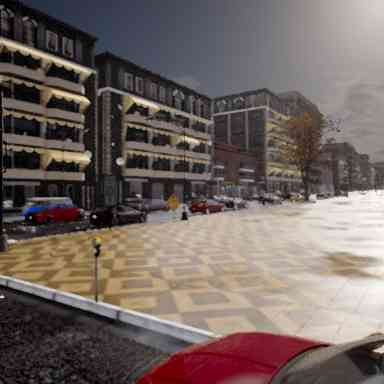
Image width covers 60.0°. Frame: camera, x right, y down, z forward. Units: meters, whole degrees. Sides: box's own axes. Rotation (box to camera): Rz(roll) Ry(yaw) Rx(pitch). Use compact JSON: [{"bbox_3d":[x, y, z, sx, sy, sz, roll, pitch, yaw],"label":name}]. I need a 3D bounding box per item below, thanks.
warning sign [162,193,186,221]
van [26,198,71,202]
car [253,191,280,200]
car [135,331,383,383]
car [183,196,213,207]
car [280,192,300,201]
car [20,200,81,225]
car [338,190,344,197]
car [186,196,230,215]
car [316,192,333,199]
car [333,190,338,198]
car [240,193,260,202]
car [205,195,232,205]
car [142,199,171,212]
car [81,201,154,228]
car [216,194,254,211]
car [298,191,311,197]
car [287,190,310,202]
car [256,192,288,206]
[{"bbox_3d":[-1.271,1.039,23.487,1.300,1.860,1.060,-1,-1,35],"label":"warning sign"},{"bbox_3d":[-11.776,1.362,27.153,1.690,1.788,3.998,1,1,35],"label":"van"},{"bbox_3d":[11.673,0.973,50.946,2.128,1.511,4.902,0,1,35],"label":"car"},{"bbox_3d":[1.546,1.540,1.764,4.507,1.381,1.887,-1,0,35],"label":"car"},{"bbox_3d":[0.882,1.239,45.487,1.947,1.339,4.313,1,1,35],"label":"car"},{"bbox_3d":[17.574,0.826,59.499,1.837,1.490,4.892,0,1,35],"label":"car"},{"bbox_3d":[-10.183,1.587,24.924,1.994,1.385,4.181,0,1,34],"label":"car"},{"bbox_3d":[36.255,0.305,81.965,1.967,1.590,4.097,1,1,35],"label":"car"},{"bbox_3d":[1.447,1.351,31.558,1.887,1.381,4.507,1,1,35],"label":"car"},{"bbox_3d":[26.763,0.670,68.220,2.008,1.369,4.403,1,1,35],"label":"car"},{"bbox_3d":[29.926,0.586,72.801,2.008,1.369,4.403,1,1,35],"label":"car"},{"bbox_3d":[10.375,0.981,59.235,1.947,1.339,4.313,1,1,35],"label":"car"},{"bbox_3d":[4.046,1.138,50.069,2.008,1.369,4.403,1,1,35],"label":"car"},{"bbox_3d":[-4.162,1.405,33.645,2.033,1.411,5.357,0,1,34],"label":"car"},{"bbox_3d":[-4.881,1.547,22.394,1.947,1.339,4.313,1,1,35],"label":"car"},{"bbox_3d":[4.612,1.271,36.141,2.008,1.369,4.403,1,1,35],"label":"car"},{"bbox_3d":[29.360,0.450,86.730,1.887,1.381,4.507,1,1,35],"label":"car"},{"bbox_3d":[17.366,0.898,54.611,1.752,1.417,4.829,1,1,35],"label":"car"},{"bbox_3d":[10.941,1.098,45.306,2.008,1.369,4.403,1,1,35],"label":"car"}]
